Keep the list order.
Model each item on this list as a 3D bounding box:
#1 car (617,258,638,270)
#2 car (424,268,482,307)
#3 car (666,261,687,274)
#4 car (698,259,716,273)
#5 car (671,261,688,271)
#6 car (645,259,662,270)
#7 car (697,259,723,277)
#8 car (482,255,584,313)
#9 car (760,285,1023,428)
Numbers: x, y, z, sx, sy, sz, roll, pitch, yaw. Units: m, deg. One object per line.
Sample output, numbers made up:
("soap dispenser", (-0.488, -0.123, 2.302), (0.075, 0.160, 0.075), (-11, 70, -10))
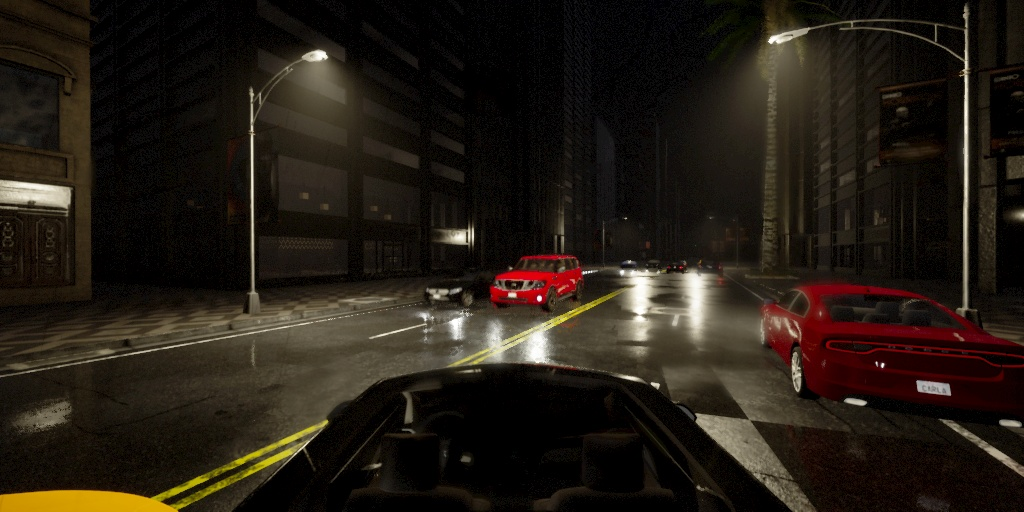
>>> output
("car", (17.194, 1.337, 52.609), (1.895, 1.301, 4.718), (0, 0, 27))
("car", (-1.802, 1.277, 15.691), (1.812, 1.442, 4.674), (0, 0, 27))
("car", (18.657, 1.274, 40.825), (2.033, 1.411, 5.357), (0, 0, 27))
("car", (23.724, 1.199, 43.726), (1.882, 1.535, 5.008), (0, 0, 28))
("car", (23.546, 1.327, 50.322), (1.895, 1.301, 4.718), (0, 0, 27))
("car", (20.693, 1.209, 52.300), (1.882, 1.535, 5.008), (0, 0, 28))
("car", (19.296, 1.075, 35.002), (2.097, 1.767, 4.553), (0, 0, 27))
("car", (1.269, 0.968, 14.586), (2.150, 2.045, 5.566), (0, 0, 27))
("car", (5.516, 1.218, 5.928), (1.882, 1.535, 5.008), (0, 0, 27))
